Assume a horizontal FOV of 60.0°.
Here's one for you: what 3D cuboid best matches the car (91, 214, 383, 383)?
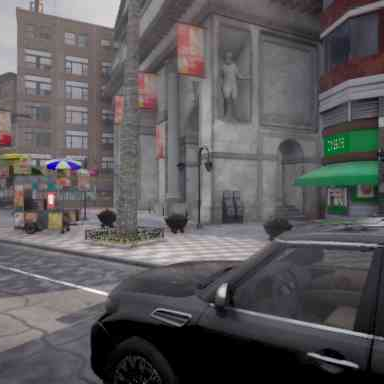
[{"bbox_3d":[1.550,1.217,2.772,5.566,2.045,2.150,-1,0,37],"label":"car"}]
